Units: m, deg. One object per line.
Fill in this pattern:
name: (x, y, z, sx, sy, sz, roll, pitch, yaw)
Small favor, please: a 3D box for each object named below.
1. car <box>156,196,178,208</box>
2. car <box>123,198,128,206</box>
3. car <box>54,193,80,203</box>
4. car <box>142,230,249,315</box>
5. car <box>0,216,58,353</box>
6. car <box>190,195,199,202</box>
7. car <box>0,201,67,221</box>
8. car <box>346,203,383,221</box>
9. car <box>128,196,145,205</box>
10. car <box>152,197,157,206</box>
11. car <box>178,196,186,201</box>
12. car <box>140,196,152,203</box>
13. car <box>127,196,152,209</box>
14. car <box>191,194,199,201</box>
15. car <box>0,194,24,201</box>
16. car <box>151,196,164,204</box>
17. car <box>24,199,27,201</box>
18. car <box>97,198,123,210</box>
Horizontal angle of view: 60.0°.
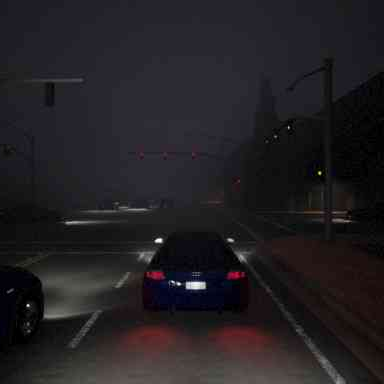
car: (-3.476, 1.505, 46.898, 1.837, 1.490, 4.892, 0, 0, 1)
car: (-10.526, 1.564, 51.801, 1.994, 1.385, 4.181, 0, 0, 4)
car: (-24.937, 1.156, 65.664, 3.866, 1.878, 1.905, 0, 0, 0)
car: (0.066, 1.564, 7.677, 1.994, 1.385, 4.181, 0, 0, 0)
car: (-3.442, 1.352, 3.538, 2.097, 1.767, 4.553, 0, 0, 0)
car: (0.584, 1.535, 72.637, 2.033, 1.411, 5.357, 0, 0, 2)
car: (-11.337, 1.564, 23.687, 4.181, 1.385, 1.994, 0, 0, -22)
car: (15.241, 1.547, 26.458, 5.357, 1.411, 2.033, 0, 0, 0)
car: (-10.269, 1.492, 61.738, 2.128, 1.511, 4.902, 0, 0, 2)
car: (-6.961, 1.526, 54.863, 1.812, 1.442, 4.674, 0, 0, 2)
car: (-2.670, 1.553, 82.060, 1.994, 1.385, 4.181, 0, 0, 2)
car: (-9.942, 1.548, 71.780, 1.994, 1.385, 4.181, 0, 0, 2)
car: (-7.169, 1.564, 46.102, 1.994, 1.385, 4.181, 0, 0, 2)
car: (0.864, 1.395, 83.281, 1.882, 1.535, 5.008, 0, 0, 2)
car: (-24.969, 1.153, 43.146, 4.605, 1.855, 1.932, 0, 0, 0)
car: (-6.675, 1.564, 64.777, 1.994, 1.385, 4.181, 0, 0, 1)
car: (-24.912, 1.156, 46.041, 3.866, 1.878, 1.905, 0, 0, 0)
car: (-10.734, 1.505, 42.892, 1.837, 1.490, 4.892, 0, 0, 1)
